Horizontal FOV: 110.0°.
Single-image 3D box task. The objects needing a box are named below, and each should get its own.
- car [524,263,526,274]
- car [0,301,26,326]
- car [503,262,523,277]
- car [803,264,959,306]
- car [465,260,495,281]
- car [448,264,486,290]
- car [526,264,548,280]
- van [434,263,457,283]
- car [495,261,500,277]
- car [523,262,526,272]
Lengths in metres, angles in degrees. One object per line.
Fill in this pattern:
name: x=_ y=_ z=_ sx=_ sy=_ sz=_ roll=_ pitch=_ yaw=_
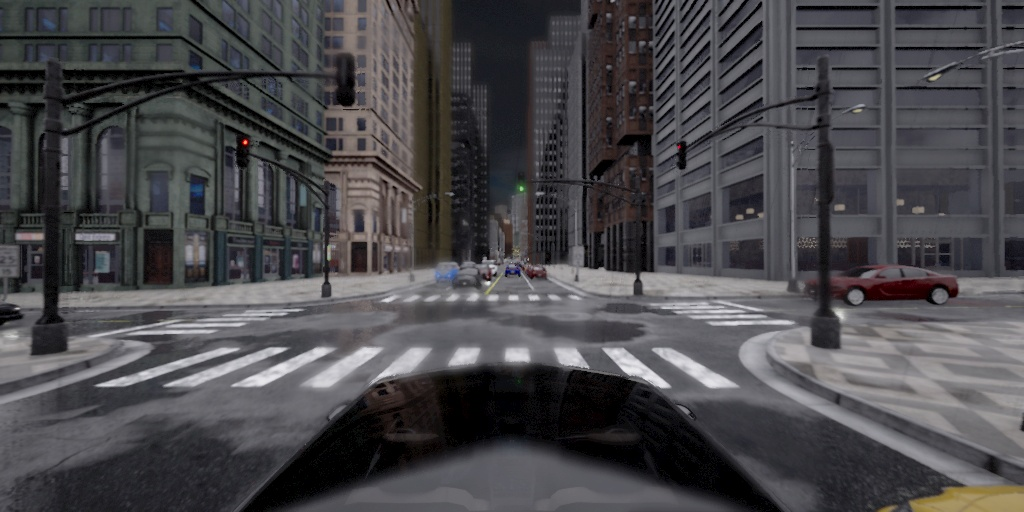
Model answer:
car: x=2.774 y=1.849 z=43.223 sx=1.888 sy=1.381 sz=4.507 roll=0 pitch=0 yaw=0
car: x=-19.198 y=1.733 z=11.391 sx=5.357 sy=1.411 sz=2.033 roll=-1 pitch=-1 yaw=0
car: x=0.097 y=1.824 z=46.349 sx=1.882 sy=1.535 sz=5.008 roll=0 pitch=-1 yaw=0
car: x=14.690 y=1.115 z=14.472 sx=5.008 sy=1.535 sz=1.882 roll=-1 pitch=-1 yaw=2
car: x=-3.101 y=1.555 z=35.906 sx=2.097 sy=1.767 sz=4.553 roll=0 pitch=-1 yaw=0
car: x=-3.093 y=1.570 z=25.634 sx=1.837 sy=1.490 sz=4.892 roll=0 pitch=-1 yaw=-1
car: x=2.776 y=1.773 z=37.698 sx=1.888 sy=1.381 sz=4.507 roll=0 pitch=0 yaw=0
van: x=-5.780 y=1.493 z=32.191 sx=1.690 sy=1.789 sz=3.998 roll=0 pitch=0 yaw=0
car: x=-3.093 y=1.567 z=46.346 sx=2.150 sy=2.045 sz=5.566 roll=0 pitch=-1 yaw=0
car: x=2.773 y=1.925 z=48.748 sx=1.888 sy=1.381 sz=4.507 roll=0 pitch=0 yaw=0
